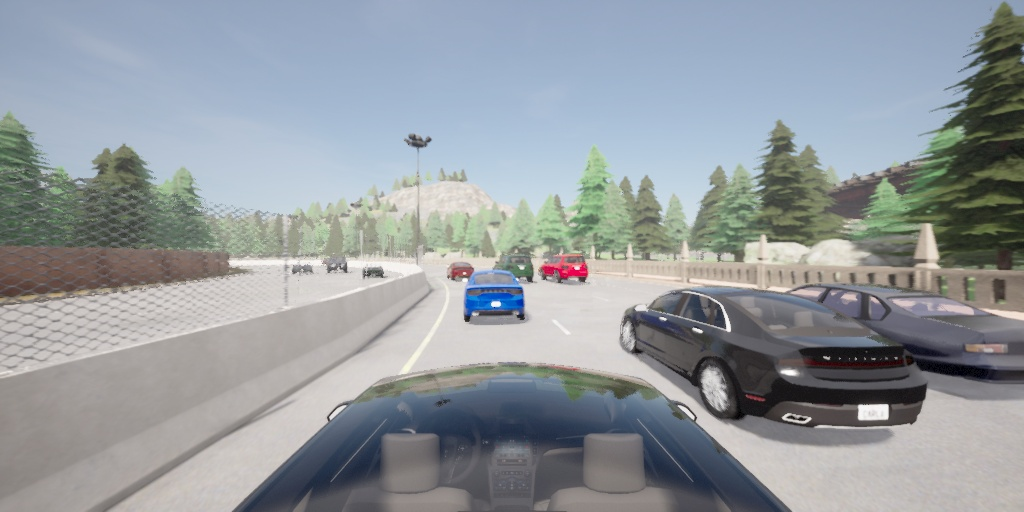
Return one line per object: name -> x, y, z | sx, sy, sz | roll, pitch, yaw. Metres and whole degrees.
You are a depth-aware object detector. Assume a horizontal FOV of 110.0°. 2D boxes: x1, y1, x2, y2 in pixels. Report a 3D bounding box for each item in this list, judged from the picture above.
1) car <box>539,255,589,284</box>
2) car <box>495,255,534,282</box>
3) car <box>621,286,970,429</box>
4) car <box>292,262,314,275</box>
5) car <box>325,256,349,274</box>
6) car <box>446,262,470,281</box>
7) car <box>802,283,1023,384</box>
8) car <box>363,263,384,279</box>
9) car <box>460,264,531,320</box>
car -> 3.801, 0.927, 27.034 | 2.150, 2.045, 5.566 | 0, 0, -14
car -> 0.024, 0.942, 27.749 | 2.150, 2.045, 5.566 | 0, 0, -15
car -> 3.328, 1.237, 5.832 | 1.837, 1.490, 4.892 | 0, 0, -3
car -> -23.857, 1.365, 41.024 | 1.994, 1.385, 4.181 | 0, 0, -27
car -> -20.963, 1.011, 43.098 | 2.150, 2.045, 5.566 | 0, 0, -27
car -> -4.454, 1.212, 30.624 | 1.882, 1.535, 5.008 | 0, 0, -17
car -> 6.816, 1.264, 7.260 | 2.033, 1.411, 5.357 | 0, 0, -4
car -> -12.876, 1.366, 33.308 | 1.895, 1.301, 4.718 | 0, 0, -20
car -> -0.722, 1.218, 12.663 | 1.882, 1.535, 5.008 | 0, 0, -6
